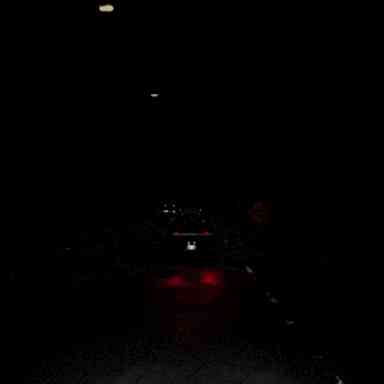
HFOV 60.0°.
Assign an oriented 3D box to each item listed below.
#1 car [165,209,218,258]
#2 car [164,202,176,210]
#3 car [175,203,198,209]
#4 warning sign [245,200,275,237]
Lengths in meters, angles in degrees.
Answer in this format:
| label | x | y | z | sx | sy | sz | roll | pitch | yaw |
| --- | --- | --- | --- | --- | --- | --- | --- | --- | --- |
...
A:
| label | x | y | z | sx | sy | sz | roll | pitch | yaw |
| --- | --- | --- | --- | --- | --- | --- | --- | --- | --- |
| car | -0.014 | 1.658 | 13.534 | 2.128 | 1.511 | 4.902 | 0 | -1 | 0 |
| car | -4.234 | 2.665 | 64.648 | 2.097 | 1.767 | 4.553 | 0 | -2 | -1 |
| car | -0.121 | 1.940 | 28.559 | 1.994 | 1.385 | 4.181 | 0 | -1 | 0 |
| warning sign | 3.496 | 1.327 | 17.241 | 1.300 | 1.860 | 1.060 | 0 | -1 | 0 |
